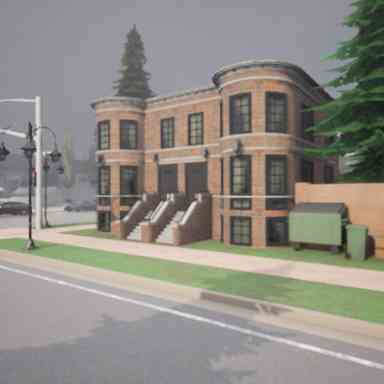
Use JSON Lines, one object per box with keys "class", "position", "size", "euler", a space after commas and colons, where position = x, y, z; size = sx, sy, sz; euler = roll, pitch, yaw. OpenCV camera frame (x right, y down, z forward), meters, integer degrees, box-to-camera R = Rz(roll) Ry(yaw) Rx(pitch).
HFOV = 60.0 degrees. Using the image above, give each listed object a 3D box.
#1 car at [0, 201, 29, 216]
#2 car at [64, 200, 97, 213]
{"class": "car", "position": [-18.357, 1.646, 32.575], "size": [1.837, 1.490, 4.892], "euler": [0, 0, 35]}
{"class": "car", "position": [-13.271, 1.707, 40.164], "size": [1.994, 1.385, 4.181], "euler": [0, 0, 32]}
